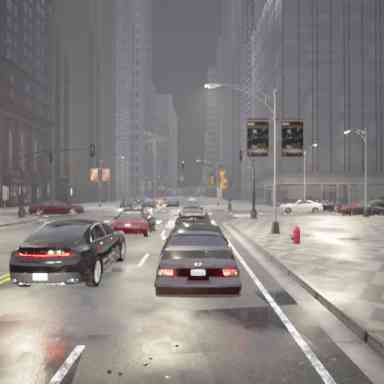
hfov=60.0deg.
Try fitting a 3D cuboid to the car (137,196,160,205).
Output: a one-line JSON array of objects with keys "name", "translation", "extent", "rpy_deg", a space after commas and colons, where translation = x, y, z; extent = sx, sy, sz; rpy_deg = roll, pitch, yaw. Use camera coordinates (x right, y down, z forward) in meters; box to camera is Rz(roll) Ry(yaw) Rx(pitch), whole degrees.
[{"name": "car", "translation": [-6.520, 1.758, 50.803], "extent": [2.033, 1.411, 5.357], "rpy_deg": [0, 0, 0]}]

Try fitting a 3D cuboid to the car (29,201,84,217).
[{"name": "car", "translation": [-13.336, 1.594, 32.868], "extent": [5.008, 1.535, 1.882], "rpy_deg": [-1, 0, -9]}]

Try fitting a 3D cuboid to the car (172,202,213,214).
[{"name": "car", "translation": [0.074, 1.536, 18.457], "extent": [1.837, 1.490, 4.892], "rpy_deg": [0, 0, 1]}]

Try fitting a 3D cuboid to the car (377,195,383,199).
[{"name": "car", "translation": [21.522, 1.251, 36.030], "extent": [5.566, 2.045, 2.150], "rpy_deg": [0, -1, -1]}]

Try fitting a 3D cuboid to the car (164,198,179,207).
[{"name": "car", "translation": [-3.106, 1.808, 55.762], "extent": [1.994, 1.385, 4.181], "rpy_deg": [0, 0, 1]}]

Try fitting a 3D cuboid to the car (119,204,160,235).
[{"name": "car", "translation": [-3.124, 1.594, 18.208], "extent": [1.994, 1.385, 4.181], "rpy_deg": [0, 0, 0]}]

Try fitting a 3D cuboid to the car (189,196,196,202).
[{"name": "car", "translation": [0.134, 1.993, 91.171], "extent": [1.882, 1.535, 5.008], "rpy_deg": [0, 0, 0]}]

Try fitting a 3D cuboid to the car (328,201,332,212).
[{"name": "car", "translation": [15.242, 1.648, 38.690], "extent": [4.313, 1.339, 1.947], "rpy_deg": [0, 0, -1]}]

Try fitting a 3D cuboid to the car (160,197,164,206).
[{"name": "car", "translation": [-6.482, 1.625, 60.085], "extent": [2.097, 1.767, 4.553], "rpy_deg": [0, 0, 0]}]

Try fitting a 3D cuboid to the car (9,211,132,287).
[{"name": "car", "translation": [-3.137, 1.512, 9.307], "extent": [1.837, 1.490, 4.892], "rpy_deg": [0, 0, 0]}]

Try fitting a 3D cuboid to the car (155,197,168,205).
[{"name": "car", "translation": [-6.397, 1.873, 70.162], "extent": [2.128, 1.511, 4.902], "rpy_deg": [0, 0, 0]}]

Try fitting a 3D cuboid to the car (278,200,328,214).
[{"name": "car", "translation": [11.688, 1.588, 35.882], "extent": [4.674, 1.442, 1.812], "rpy_deg": [0, -1, -1]}]

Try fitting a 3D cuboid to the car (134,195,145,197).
[{"name": "car", "translation": [-9.729, 1.499, 60.714], "extent": [2.150, 2.045, 5.566], "rpy_deg": [0, 0, 0]}]

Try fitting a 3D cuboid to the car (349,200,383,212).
[{"name": "car", "translation": [20.882, 1.628, 38.769], "extent": [4.313, 1.339, 1.947], "rpy_deg": [0, 0, -1]}]

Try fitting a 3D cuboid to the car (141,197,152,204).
[{"name": "car", "translation": [-9.646, 1.879, 71.061], "extent": [1.812, 1.442, 4.674], "rpy_deg": [0, 0, 0]}]

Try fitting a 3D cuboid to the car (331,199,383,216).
[{"name": "car", "translation": [15.359, 1.566, 30.166], "extent": [4.206, 1.307, 1.802], "rpy_deg": [0, 0, -1]}]

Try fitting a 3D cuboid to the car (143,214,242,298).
[{"name": "car", "translation": [0.119, 1.554, 8.719], "extent": [2.033, 1.411, 5.357], "rpy_deg": [0, 0, 0]}]

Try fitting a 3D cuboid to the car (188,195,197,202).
[{"name": "car", "translation": [0.118, 1.656, 80.594], "extent": [2.150, 2.045, 5.566], "rpy_deg": [0, 0, 0]}]

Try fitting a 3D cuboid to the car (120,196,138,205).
[{"name": "car", "translation": [-9.801, 1.715, 50.695], "extent": [1.837, 1.490, 4.892], "rpy_deg": [0, 0, -2]}]
